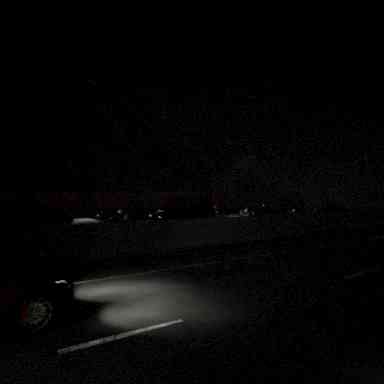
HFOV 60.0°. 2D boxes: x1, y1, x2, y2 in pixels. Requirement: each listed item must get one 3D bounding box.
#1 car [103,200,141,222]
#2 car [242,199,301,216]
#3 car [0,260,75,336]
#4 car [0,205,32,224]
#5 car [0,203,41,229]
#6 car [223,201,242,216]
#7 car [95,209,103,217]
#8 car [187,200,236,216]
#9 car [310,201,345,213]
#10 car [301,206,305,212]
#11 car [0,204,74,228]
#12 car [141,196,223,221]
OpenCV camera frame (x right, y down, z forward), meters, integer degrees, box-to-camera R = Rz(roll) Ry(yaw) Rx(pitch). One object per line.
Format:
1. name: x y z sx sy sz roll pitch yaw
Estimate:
1. car: -4.342 1.436 26.671 4.553 1.767 2.097 0 0 -35
2. car: 7.370 1.659 30.641 4.902 1.511 2.128 0 0 -35
3. car: -4.230 1.521 5.027 4.674 1.442 1.812 0 0 -36
4. car: -14.290 1.617 23.891 4.718 1.301 1.895 0 0 -35
5. car: -12.344 1.520 20.980 4.892 1.490 1.837 0 0 -35
6. car: 3.134 1.640 31.944 4.902 1.511 2.128 0 0 -35
7. car: -5.854 1.636 29.875 5.357 1.411 2.033 0 0 -35
8. car: 2.118 1.649 35.482 4.902 1.511 2.128 0 0 -35
9. car: 14.792 1.724 36.190 4.902 1.511 2.128 1 0 -38
10. car: 10.401 1.812 37.151 4.718 1.301 1.895 0 0 -36
11. car: -9.277 1.529 18.869 4.892 1.490 1.837 0 0 -35
12. car: -0.673 1.320 24.984 5.566 2.045 2.150 0 0 -36
